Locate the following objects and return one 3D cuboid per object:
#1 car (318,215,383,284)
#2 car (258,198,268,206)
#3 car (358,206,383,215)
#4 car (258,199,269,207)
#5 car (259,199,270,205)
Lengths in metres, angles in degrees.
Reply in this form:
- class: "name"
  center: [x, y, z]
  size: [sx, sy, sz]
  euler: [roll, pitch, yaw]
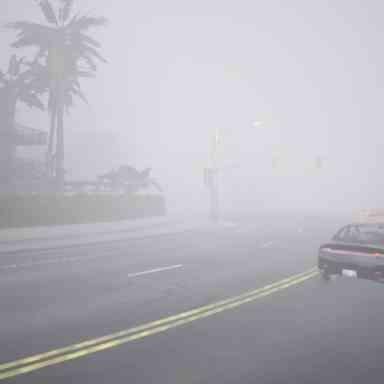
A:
- class: "car"
  center: [5.114, 1.618, 9.229]
  size: [2.128, 1.511, 4.902]
  euler: [0, -1, 41]
- class: "car"
  center: [16.915, 2.336, 78.967]
  size: [2.185, 1.767, 4.553]
  euler: [0, -1, 13]
- class: "car"
  center: [13.636, 1.814, 24.750]
  size: [1.882, 1.535, 5.008]
  euler: [0, -1, 18]
- class: "car"
  center: [15.514, 2.384, 72.694]
  size: [2.097, 1.535, 5.008]
  euler: [0, -1, 13]
- class: "car"
  center: [19.524, 2.594, 89.419]
  size: [2.231, 1.521, 4.892]
  euler: [0, -1, 23]
